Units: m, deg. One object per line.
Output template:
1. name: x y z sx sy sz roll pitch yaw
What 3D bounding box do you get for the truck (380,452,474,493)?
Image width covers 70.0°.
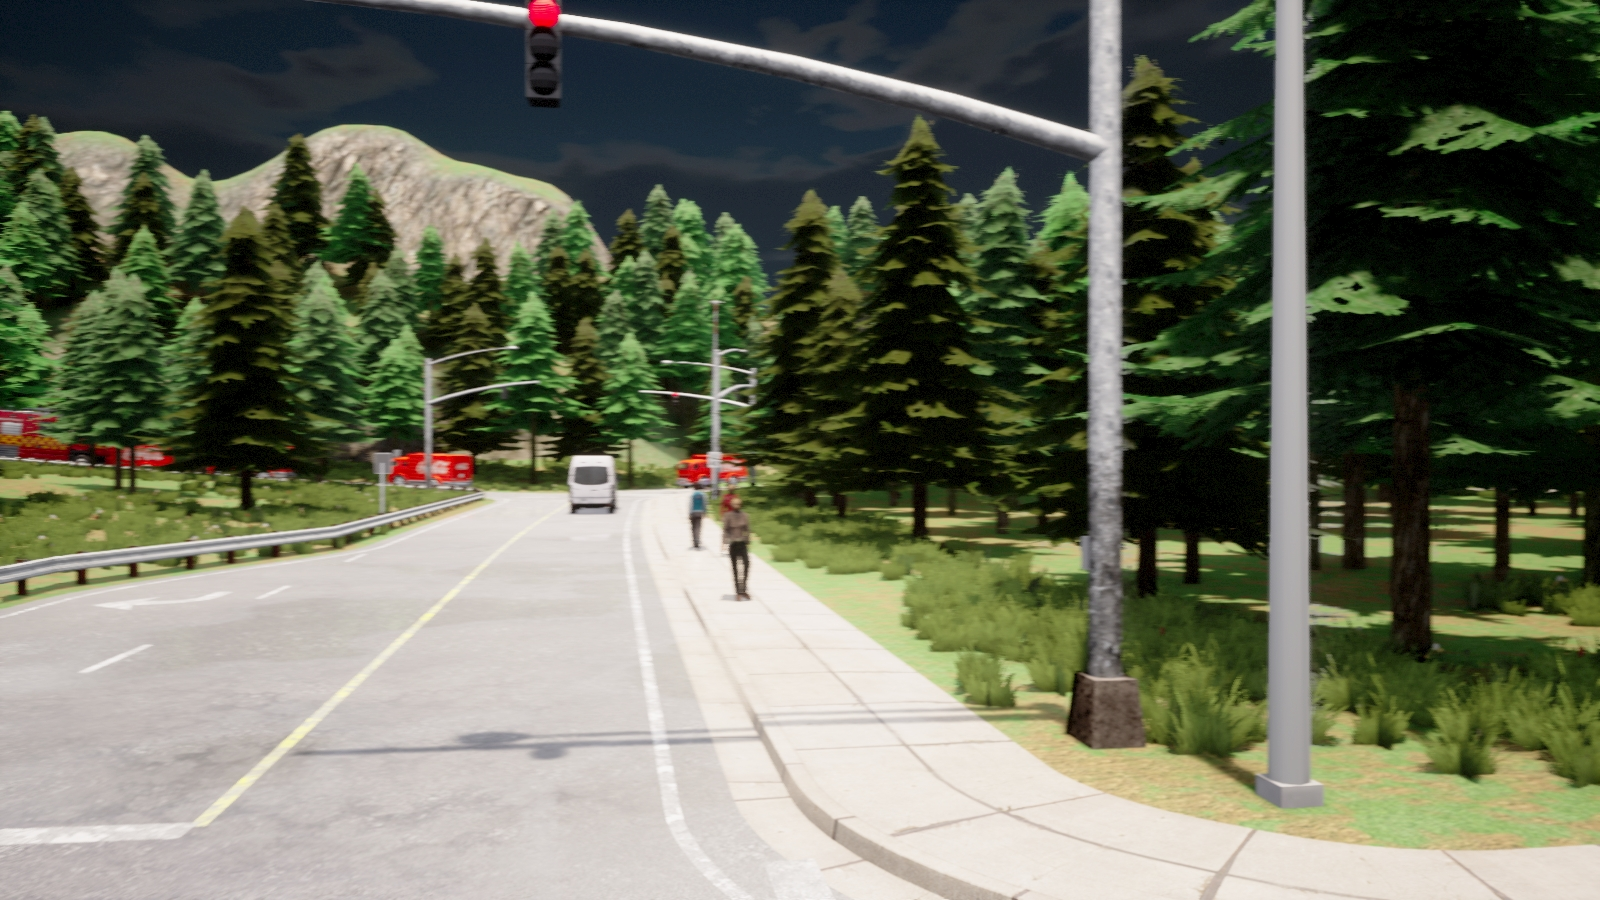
1. truck: -24.459 1.454 75.017 5.204 2.467 2.627 2 1 16

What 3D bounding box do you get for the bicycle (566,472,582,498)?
1. bicycle: -13.583 2.076 68.628 0.373 1.496 1.643 1 0 8

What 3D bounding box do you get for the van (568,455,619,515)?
1. van: -9.483 1.543 52.773 1.988 2.561 5.915 0 0 -7

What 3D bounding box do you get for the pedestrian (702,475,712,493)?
1. pedestrian: -5.787 2.102 70.899 0.500 1.100 0.500 0 0 14

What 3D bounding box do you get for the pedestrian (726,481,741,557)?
1. pedestrian: -1.648 1.691 28.227 0.375 1.860 0.375 0 0 -5

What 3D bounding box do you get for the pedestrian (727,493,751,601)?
1. pedestrian: -1.073 1.686 20.045 0.375 1.860 0.375 0 0 -10

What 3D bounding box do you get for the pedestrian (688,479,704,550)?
1. pedestrian: -2.754 1.692 30.306 0.375 1.860 0.375 0 0 -13
